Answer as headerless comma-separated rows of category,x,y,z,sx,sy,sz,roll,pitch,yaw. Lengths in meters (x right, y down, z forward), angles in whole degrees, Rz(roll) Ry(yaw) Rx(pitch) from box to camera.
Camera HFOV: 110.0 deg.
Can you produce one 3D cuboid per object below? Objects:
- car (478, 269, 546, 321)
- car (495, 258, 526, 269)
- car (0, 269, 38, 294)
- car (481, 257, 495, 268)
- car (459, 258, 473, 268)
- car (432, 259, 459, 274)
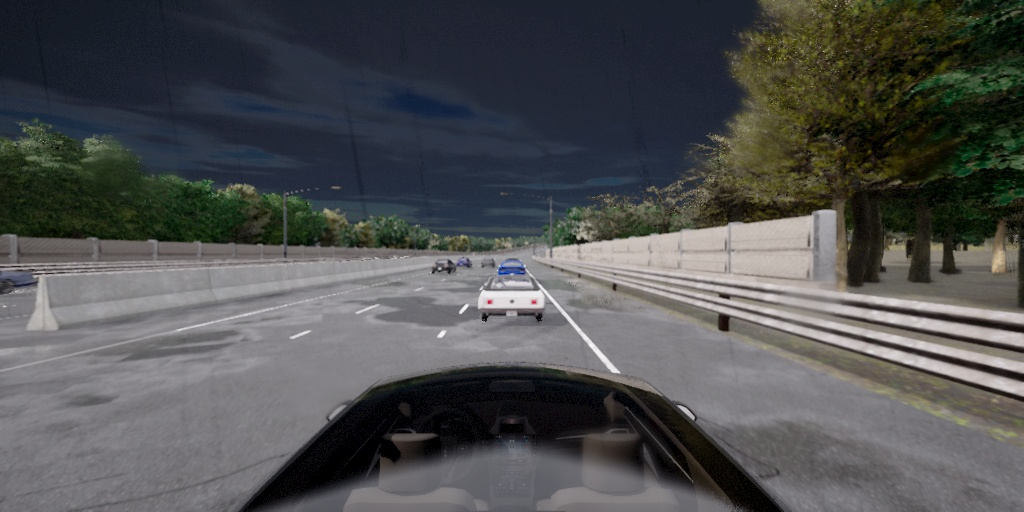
car,0.002,1.281,12.099,1.895,1.301,4.718,0,0,0
car,0.009,1.067,25.505,1.882,1.535,5.008,0,0,0
car,-24.631,1.100,15.443,2.033,1.411,5.357,0,1,0
car,-3.381,0.898,52.070,2.128,1.511,4.902,0,0,0
car,-6.878,0.939,51.366,1.812,1.442,4.674,0,0,2
car,-6.888,1.043,36.515,1.812,1.442,4.674,0,0,0
